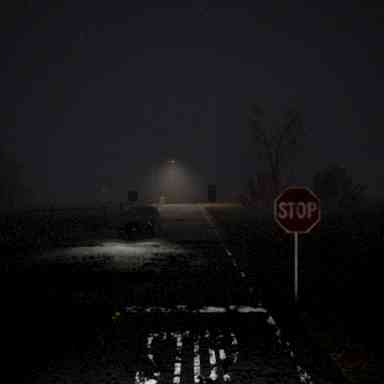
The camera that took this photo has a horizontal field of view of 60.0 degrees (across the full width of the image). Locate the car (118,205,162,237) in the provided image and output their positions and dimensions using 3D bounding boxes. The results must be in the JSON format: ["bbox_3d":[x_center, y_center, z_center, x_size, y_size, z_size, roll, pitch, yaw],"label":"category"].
[{"bbox_3d":[-2.788,1.522,18.506,1.882,1.535,5.008,-1,0,0],"label":"car"}]
